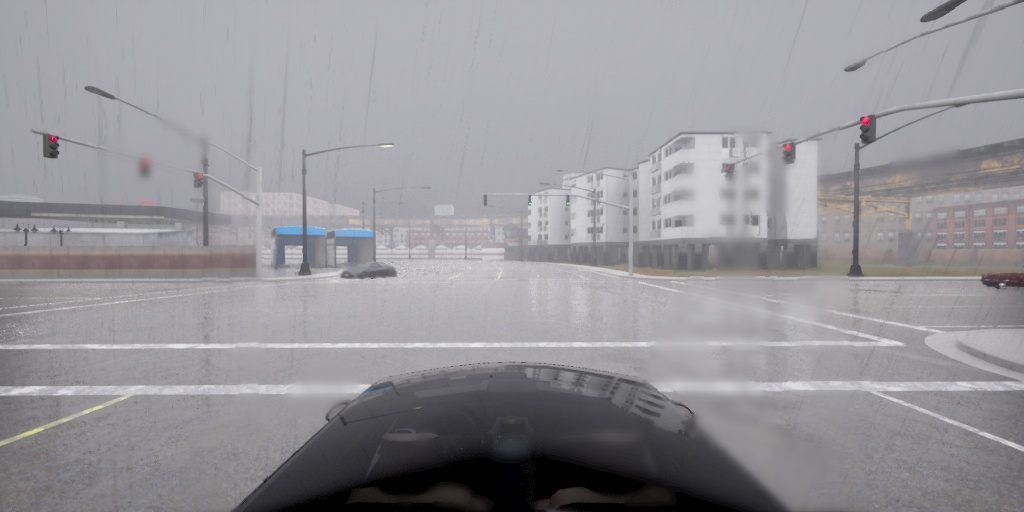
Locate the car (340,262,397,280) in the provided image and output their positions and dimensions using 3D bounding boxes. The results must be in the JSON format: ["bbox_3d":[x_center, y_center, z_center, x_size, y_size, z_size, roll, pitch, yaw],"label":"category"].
[{"bbox_3d":[-10.897,1.148,27.468,1.994,1.385,4.181,0,1,31],"label":"car"}]

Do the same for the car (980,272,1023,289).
[{"bbox_3d":[28.407,1.211,19.217,4.718,1.301,1.895,0,1,-1],"label":"car"}]
